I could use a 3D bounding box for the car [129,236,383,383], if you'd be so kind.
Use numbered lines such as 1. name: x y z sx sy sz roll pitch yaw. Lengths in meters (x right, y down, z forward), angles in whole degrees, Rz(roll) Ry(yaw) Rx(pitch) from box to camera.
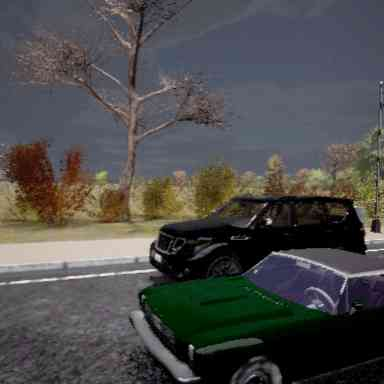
1. car: 1.615 1.539 4.568 4.718 1.301 1.895 1 1 -26

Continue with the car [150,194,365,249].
1. car: 1.788 1.089 8.240 5.566 2.045 2.150 1 1 -26
